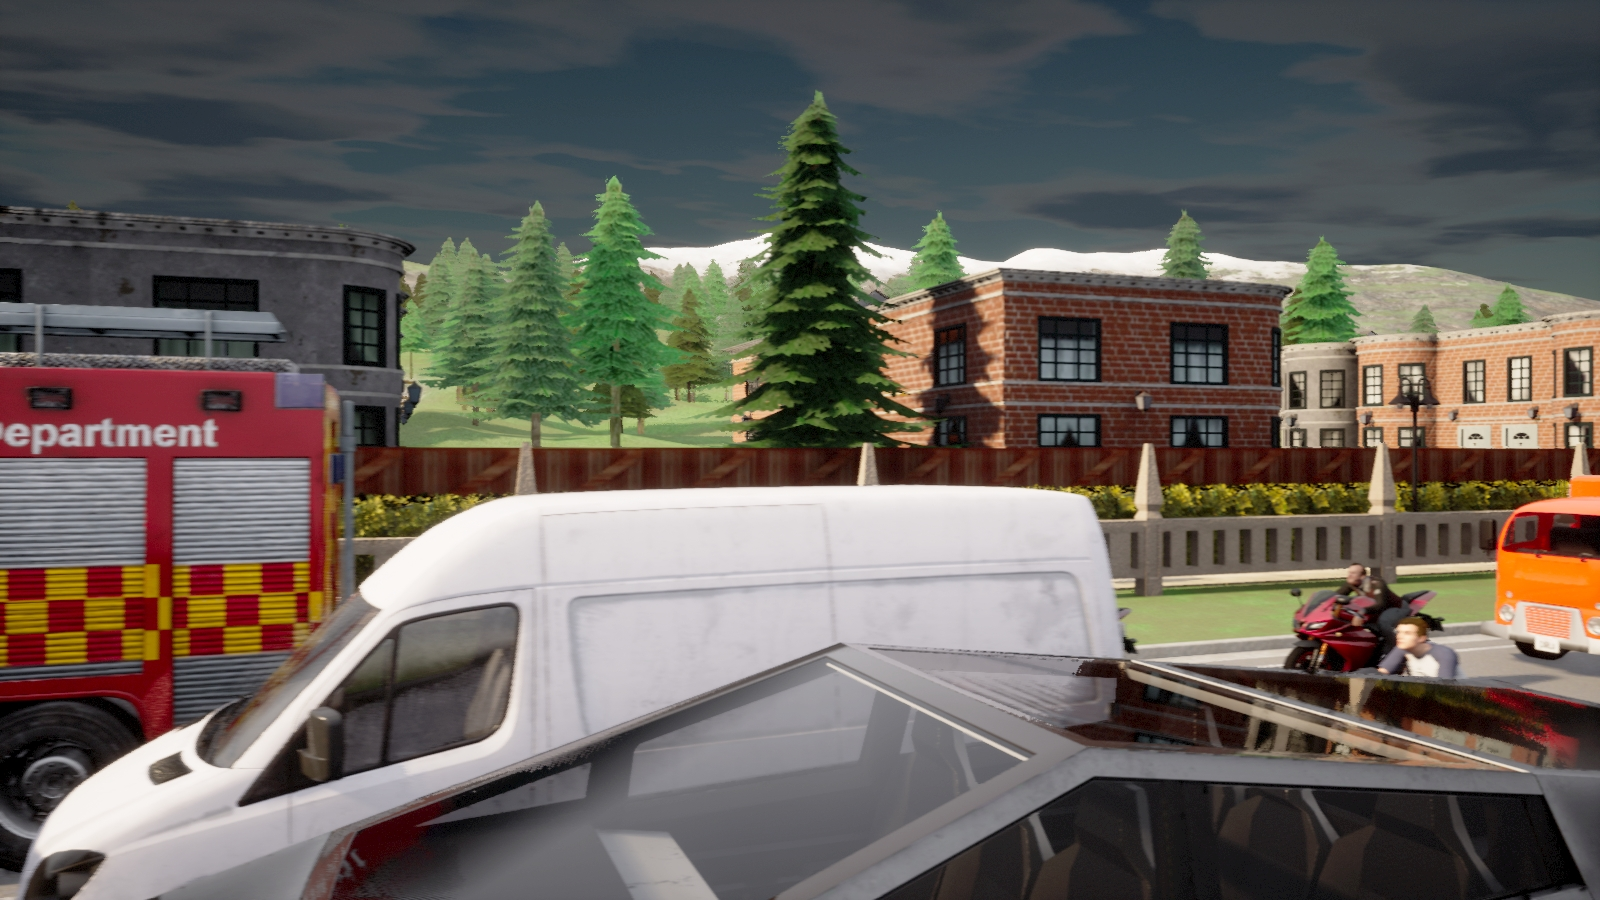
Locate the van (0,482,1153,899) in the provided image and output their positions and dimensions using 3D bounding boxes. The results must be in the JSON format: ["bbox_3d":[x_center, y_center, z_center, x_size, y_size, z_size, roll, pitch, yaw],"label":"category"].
[{"bbox_3d":[-1.051,1.533,6.637,5.915,2.561,1.988,0,0,-20],"label":"van"}]

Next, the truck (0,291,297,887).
[{"bbox_3d":[-8.149,0.891,7.779,8.468,3.827,2.891,0,0,-20],"label":"truck"}]

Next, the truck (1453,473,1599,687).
[{"bbox_3d":[11.657,1.568,14.992,5.204,2.467,2.627,0,0,-20],"label":"truck"}]

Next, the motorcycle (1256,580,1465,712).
[{"bbox_3d":[6.431,2.205,13.111,2.209,1.251,0.867,0,0,-20],"label":"motorcycle"}]

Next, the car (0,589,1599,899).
[{"bbox_3d":[0.842,1.754,3.605,6.274,2.098,2.390,0,0,-20],"label":"car"}]
